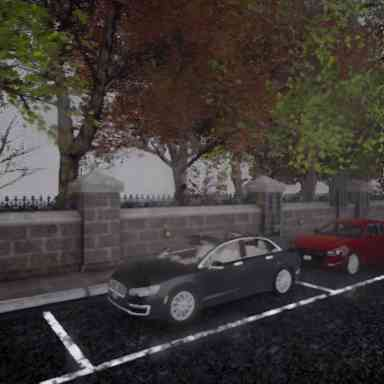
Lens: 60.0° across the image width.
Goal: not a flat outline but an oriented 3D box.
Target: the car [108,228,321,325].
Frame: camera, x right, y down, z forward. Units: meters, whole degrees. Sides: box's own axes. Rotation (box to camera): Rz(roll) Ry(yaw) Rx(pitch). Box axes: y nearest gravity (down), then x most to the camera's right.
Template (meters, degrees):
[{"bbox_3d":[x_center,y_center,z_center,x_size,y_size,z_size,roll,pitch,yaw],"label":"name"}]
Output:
[{"bbox_3d":[0.461,1.535,6.985,4.403,1.369,2.008,0,0,-36],"label":"car"}]

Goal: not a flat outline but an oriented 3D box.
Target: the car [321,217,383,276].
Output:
[{"bbox_3d":[4.938,1.508,10.248,4.507,1.381,1.887,0,0,-36],"label":"car"}]
